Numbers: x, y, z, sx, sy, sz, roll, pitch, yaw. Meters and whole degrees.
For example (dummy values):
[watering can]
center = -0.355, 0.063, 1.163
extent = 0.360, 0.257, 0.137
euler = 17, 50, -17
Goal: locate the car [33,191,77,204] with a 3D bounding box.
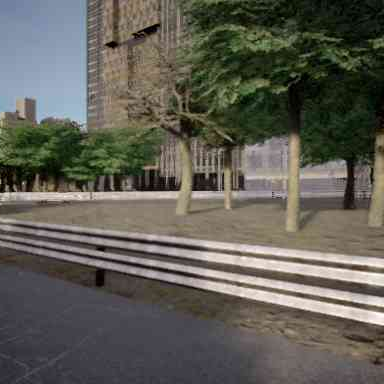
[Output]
[car]
center = -17.097, 0.632, 41.347
extent = 5.366, 1.575, 1.801
euler = 0, 0, -1
